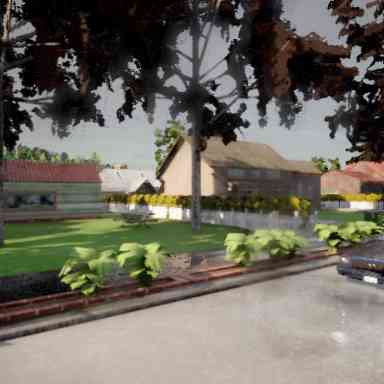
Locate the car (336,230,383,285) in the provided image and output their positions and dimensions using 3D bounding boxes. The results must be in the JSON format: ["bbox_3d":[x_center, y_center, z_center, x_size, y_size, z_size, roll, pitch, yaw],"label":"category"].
[{"bbox_3d":[6.122,1.543,8.883,5.357,1.411,2.033,0,0,-35],"label":"car"}]
